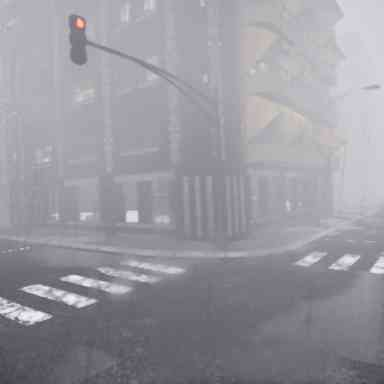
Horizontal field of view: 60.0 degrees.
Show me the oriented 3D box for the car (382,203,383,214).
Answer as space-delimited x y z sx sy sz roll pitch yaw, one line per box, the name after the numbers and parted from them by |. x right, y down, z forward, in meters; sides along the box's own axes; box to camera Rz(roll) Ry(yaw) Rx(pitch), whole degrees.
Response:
18.454 1.223 30.208 1.947 1.339 4.313 -3 -1 36 | car
